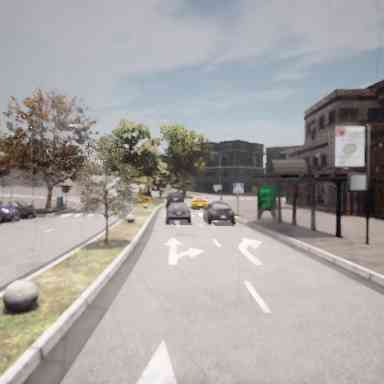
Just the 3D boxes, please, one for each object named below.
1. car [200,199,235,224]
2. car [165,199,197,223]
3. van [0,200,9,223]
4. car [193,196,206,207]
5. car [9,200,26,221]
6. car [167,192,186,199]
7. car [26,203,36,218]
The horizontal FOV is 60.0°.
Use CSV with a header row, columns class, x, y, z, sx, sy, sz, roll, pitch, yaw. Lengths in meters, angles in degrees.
class,x,y,z,sx,sy,sz,roll,pitch,yaw
car,1.885,1.453,23.947,1.812,1.442,4.674,0,0,-4
car,-1.055,1.478,24.933,2.033,1.411,5.357,0,0,-4
van,-14.556,1.219,21.119,4.442,1.987,1.878,0,0,-5
car,0.906,1.288,41.647,1.882,1.535,5.008,0,1,-1
car,-14.926,1.303,23.855,4.553,1.767,2.185,0,0,-5
car,-1.981,1.035,41.686,2.150,2.045,5.566,0,1,-1
car,-15.112,1.412,26.605,4.892,1.521,2.231,0,0,-5
